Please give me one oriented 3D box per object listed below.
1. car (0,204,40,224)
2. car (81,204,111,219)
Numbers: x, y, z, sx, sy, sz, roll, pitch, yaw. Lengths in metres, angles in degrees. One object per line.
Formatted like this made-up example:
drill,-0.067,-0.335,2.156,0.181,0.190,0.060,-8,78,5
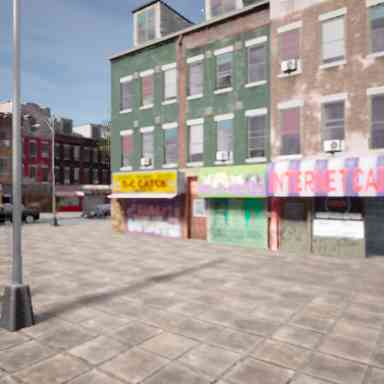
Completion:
car,-14.009,1.663,24.862,1.882,1.535,5.008,0,-1,35
car,-8.291,1.883,32.962,2.033,1.411,5.357,0,-1,35
